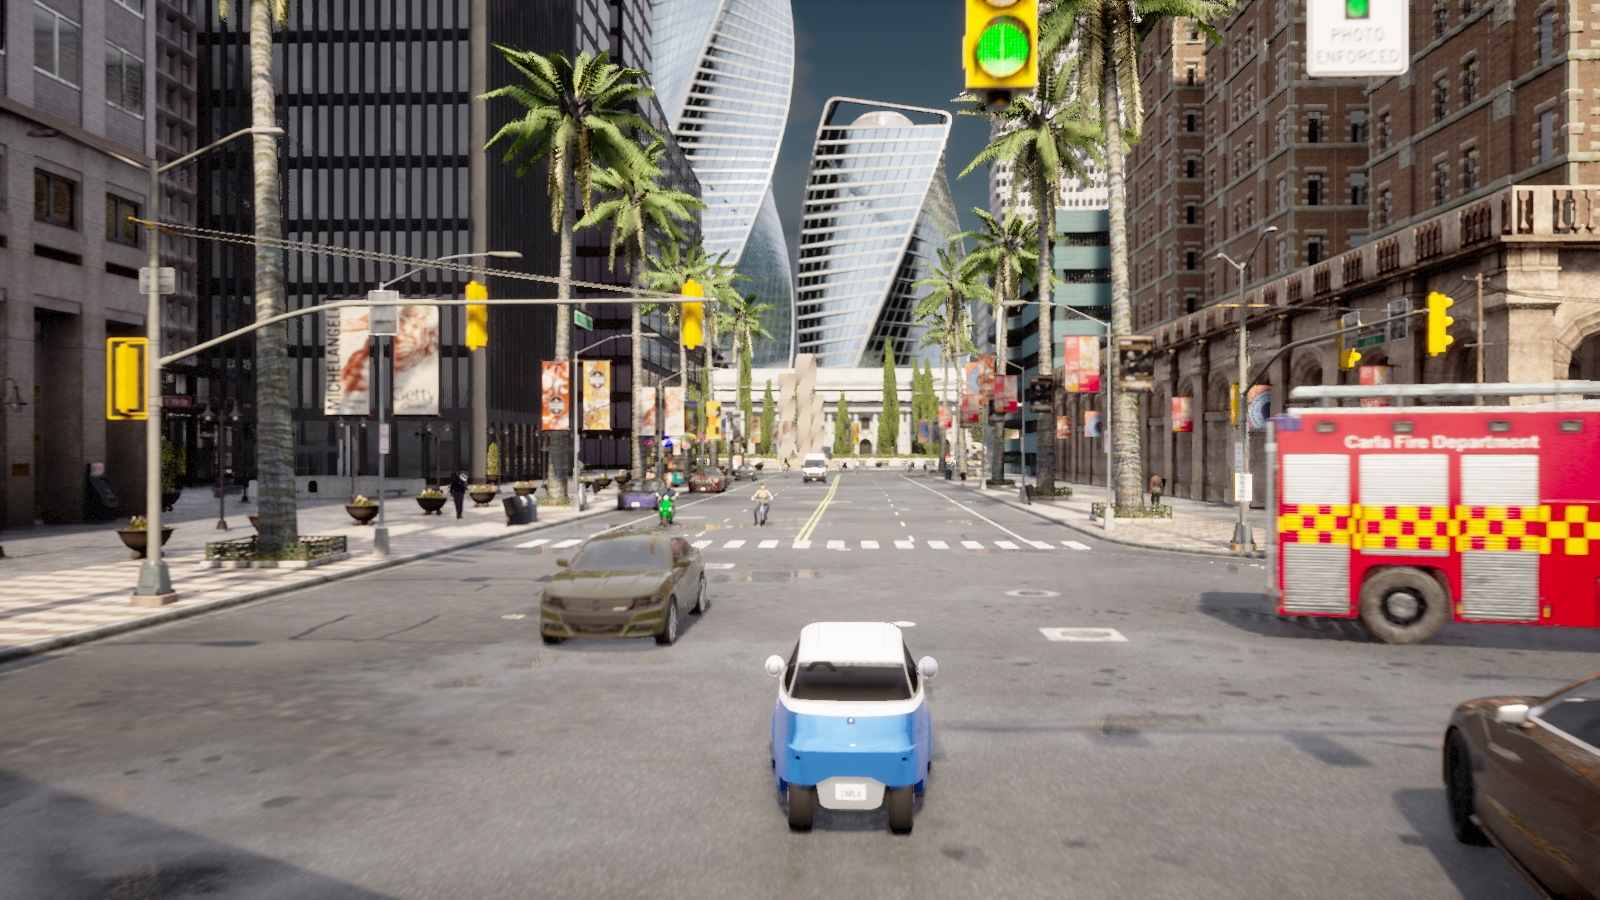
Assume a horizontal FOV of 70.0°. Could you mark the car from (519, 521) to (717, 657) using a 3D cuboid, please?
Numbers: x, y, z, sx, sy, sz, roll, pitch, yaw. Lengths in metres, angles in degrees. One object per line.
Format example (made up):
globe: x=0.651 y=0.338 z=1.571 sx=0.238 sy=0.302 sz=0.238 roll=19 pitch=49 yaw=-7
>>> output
car: x=-2.671 y=2.046 z=18.094 sx=2.097 sy=1.535 sz=5.006 roll=0 pitch=0 yaw=3

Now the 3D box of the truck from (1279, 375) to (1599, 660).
truck: x=11.612 y=0.902 z=16.536 sx=8.468 sy=3.827 sz=2.891 roll=0 pitch=0 yaw=19

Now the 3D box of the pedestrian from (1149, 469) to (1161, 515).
pedestrian: x=14.683 y=1.727 z=47.228 sx=0.375 sy=1.860 sz=0.375 roll=0 pitch=0 yaw=4

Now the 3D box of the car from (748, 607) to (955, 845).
car: x=0.416 y=2.127 z=9.282 sx=1.481 sy=1.376 sz=2.207 roll=0 pitch=0 yaw=3

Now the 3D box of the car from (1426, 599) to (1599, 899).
car: x=5.161 y=1.998 z=6.233 sx=2.152 sy=1.651 sz=5.027 roll=0 pitch=0 yaw=18

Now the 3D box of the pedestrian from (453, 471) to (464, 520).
pedestrian: x=-12.916 y=1.721 z=43.215 sx=0.375 sy=1.860 sz=0.375 roll=0 pitch=0 yaw=-15
